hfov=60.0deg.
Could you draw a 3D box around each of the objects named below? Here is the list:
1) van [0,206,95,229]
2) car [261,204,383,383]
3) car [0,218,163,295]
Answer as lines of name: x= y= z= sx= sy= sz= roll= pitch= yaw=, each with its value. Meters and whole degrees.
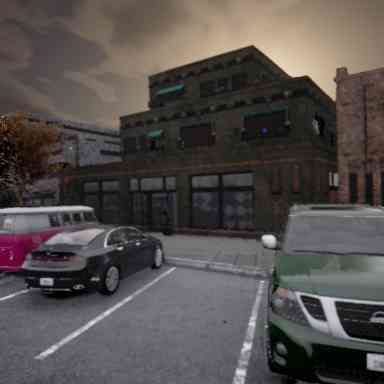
van: x=-4.659 y=1.472 z=10.895 sx=1.878 sy=1.987 sz=4.442 roll=-2 pitch=-2 yaw=15
car: x=2.472 y=1.246 z=5.663 sx=2.435 sy=2.045 sz=5.566 roll=0 pitch=-1 yaw=15
car: x=-2.307 y=1.609 z=9.078 sx=2.231 sy=1.521 sz=4.892 roll=-2 pitch=-2 yaw=15
